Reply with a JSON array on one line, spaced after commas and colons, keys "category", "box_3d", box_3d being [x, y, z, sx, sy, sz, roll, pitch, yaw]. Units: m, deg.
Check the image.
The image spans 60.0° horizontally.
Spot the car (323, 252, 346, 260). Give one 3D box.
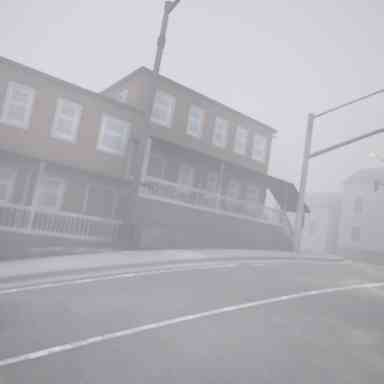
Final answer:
[{"category": "car", "box_3d": [12.480, 6.643, 32.779, 1.895, 1.301, 4.718, 14, -16, -35]}]
